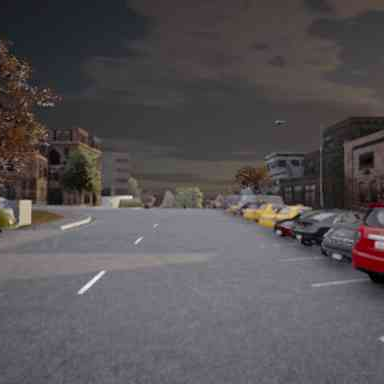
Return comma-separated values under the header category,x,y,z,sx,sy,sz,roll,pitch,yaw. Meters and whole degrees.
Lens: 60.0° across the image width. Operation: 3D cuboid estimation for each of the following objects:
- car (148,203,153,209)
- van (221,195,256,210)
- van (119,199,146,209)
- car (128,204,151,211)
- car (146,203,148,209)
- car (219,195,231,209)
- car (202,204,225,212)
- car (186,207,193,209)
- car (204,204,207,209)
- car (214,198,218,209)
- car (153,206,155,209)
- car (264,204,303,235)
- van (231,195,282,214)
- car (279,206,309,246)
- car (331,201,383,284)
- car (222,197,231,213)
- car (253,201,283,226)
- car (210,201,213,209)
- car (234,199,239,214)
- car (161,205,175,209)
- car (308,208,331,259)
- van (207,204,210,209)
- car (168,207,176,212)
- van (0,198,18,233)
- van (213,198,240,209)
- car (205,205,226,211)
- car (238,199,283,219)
category,x,y,z,sx,sy,sz,roll,pitch,yaw
car,-11.663,2.660,68.587,5.566,2.045,2.435,1,-5,-21
van,6.458,1.485,45.981,4.442,1.987,1.878,1,-2,-20
van,-11.500,2.265,62.637,4.442,1.987,1.878,1,-4,-21
car,-11.757,3.397,74.516,4.674,1.452,2.002,1,-4,-21
car,-11.677,2.568,65.564,4.553,1.767,2.185,1,-4,-21
car,6.369,1.323,37.135,5.566,2.045,2.435,1,0,-20
car,5.833,4.323,89.829,5.566,2.045,2.435,3,-6,-21
car,-0.624,4.739,90.339,1.895,1.301,4.718,0,-5,-1
car,6.051,3.370,75.174,5.008,1.535,2.097,2,-5,-21
car,6.335,1.795,48.855,4.892,1.521,2.231,2,-2,-20
car,-11.777,3.466,77.520,4.553,1.767,2.185,1,-5,-21
car,6.382,1.539,16.602,4.792,1.488,2.163,1,0,-20
van,6.302,1.326,31.229,4.442,1.987,1.878,1,0,-20
car,6.407,1.504,13.676,4.892,1.521,2.231,1,0,-20
car,6.444,1.241,7.822,5.566,2.045,2.435,1,0,-20
car,6.227,1.557,34.143,5.366,1.575,1.946,1,0,-20
car,6.589,1.517,19.607,5.366,1.575,1.946,1,0,-20
car,6.263,2.167,57.623,5.008,1.535,2.097,2,-3,-21
car,6.438,1.575,28.351,4.792,1.488,2.163,1,0,-20
car,-5.404,3.617,77.196,1.994,1.385,4.181,0,-4,-1
car,6.450,1.370,10.745,4.553,1.767,2.185,1,0,-20
van,6.196,2.928,72.307,4.442,1.987,1.878,2,-5,-21
car,-5.684,4.931,93.397,2.033,1.411,5.357,0,-5,-1
van,-11.293,1.284,16.773,4.442,1.987,1.878,-1,0,-20
van,6.339,2.112,60.604,4.442,1.987,1.878,2,-4,-21
car,5.901,4.074,83.945,4.892,1.521,2.231,3,-5,-21
car,6.590,1.535,25.468,5.366,1.575,1.946,1,0,-20
